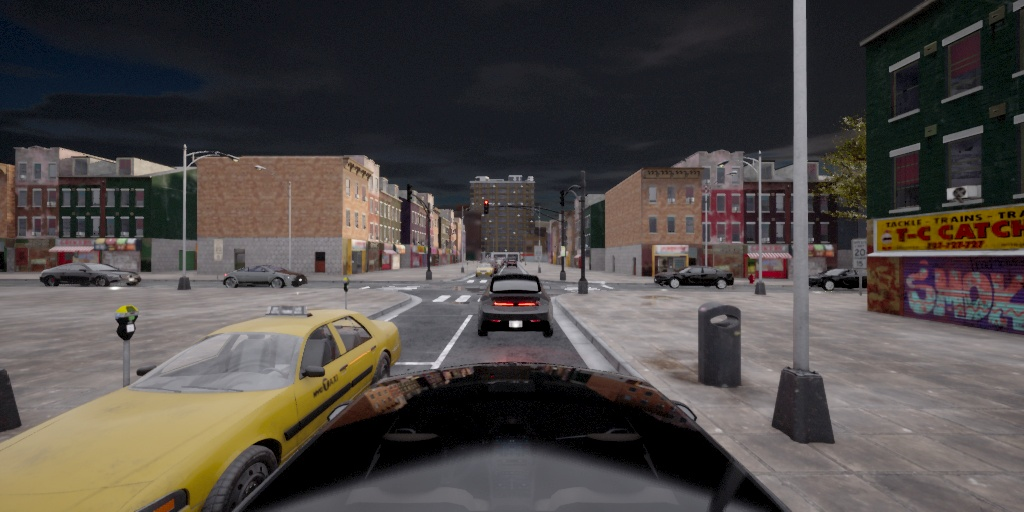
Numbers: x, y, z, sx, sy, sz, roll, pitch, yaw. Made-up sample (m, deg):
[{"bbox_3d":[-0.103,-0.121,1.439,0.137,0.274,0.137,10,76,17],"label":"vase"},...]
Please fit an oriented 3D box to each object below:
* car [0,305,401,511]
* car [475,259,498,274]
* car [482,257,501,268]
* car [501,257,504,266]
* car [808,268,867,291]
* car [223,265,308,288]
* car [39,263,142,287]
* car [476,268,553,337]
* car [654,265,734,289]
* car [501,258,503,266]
[{"bbox_3d":[-2.641,1.276,3.959,1.751,1.417,4.829,0,0,0],"label":"car"},{"bbox_3d":[-2.684,1.302,35.916,1.751,1.417,4.829,0,0,0],"label":"car"},{"bbox_3d":[-2.692,1.100,41.529,2.192,1.841,5.009,0,0,0],"label":"car"},{"bbox_3d":[-2.721,1.358,63.134,1.751,1.417,4.829,0,0,0],"label":"car"},{"bbox_3d":[22.384,1.546,24.389,5.008,1.535,1.882,1,0,-1],"label":"car"},{"bbox_3d":[-14.504,1.220,21.203,4.181,1.385,1.994,0,0,0],"label":"car"},{"bbox_3d":[-24.797,1.110,21.139,4.674,1.442,1.812,0,0,-1],"label":"car"},{"bbox_3d":[0.084,1.257,10.342,1.837,1.490,4.892,0,0,0],"label":"car"},{"bbox_3d":[12.255,1.393,24.326,5.008,1.535,1.882,1,0,0],"label":"car"},{"bbox_3d":[-2.707,1.357,52.417,2.007,1.370,4.403,0,0,0],"label":"car"}]
